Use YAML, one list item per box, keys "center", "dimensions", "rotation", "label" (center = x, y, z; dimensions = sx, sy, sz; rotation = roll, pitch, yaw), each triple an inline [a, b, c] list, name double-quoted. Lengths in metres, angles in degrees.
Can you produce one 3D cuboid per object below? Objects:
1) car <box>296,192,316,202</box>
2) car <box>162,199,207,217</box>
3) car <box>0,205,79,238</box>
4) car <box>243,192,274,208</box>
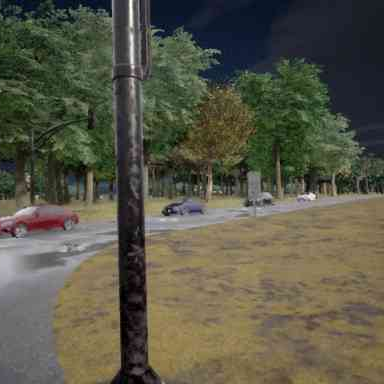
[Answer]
- center: [17.641, 0.758, 51.201]
  dimensions: [1.812, 1.442, 4.674]
  rotation: [-3, -1, 37]
  label: "car"
- center: [-0.580, 1.246, 27.414]
  dimensions: [1.994, 1.385, 4.181]
  rotation: [-3, 0, 37]
  label: "car"
- center: [-7.882, 1.398, 16.865]
  dimensions: [1.812, 1.442, 4.674]
  rotation: [-3, -1, 28]
  label: "car"
- center: [7.711, 0.823, 38.310]
  dimensions: [2.097, 1.767, 4.553]
  rotation: [-3, -1, 37]
  label: "car"
